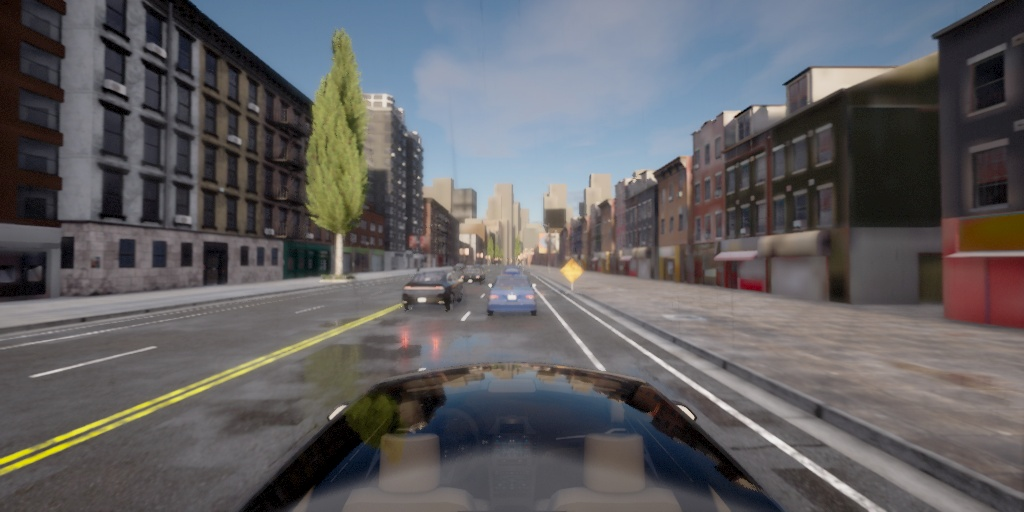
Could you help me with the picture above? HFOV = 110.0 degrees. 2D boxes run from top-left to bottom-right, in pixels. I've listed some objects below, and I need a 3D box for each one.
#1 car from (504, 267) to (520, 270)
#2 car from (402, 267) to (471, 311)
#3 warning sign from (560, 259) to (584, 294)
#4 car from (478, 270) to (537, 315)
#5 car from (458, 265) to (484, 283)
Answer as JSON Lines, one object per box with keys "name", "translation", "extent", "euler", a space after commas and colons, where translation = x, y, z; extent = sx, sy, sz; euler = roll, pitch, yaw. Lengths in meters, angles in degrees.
{"name": "car", "translation": [0.021, 1.632, 30.761], "extent": [1.812, 1.442, 4.674], "euler": [0, 0, 0]}
{"name": "car", "translation": [-3.233, 1.403, 15.365], "extent": [2.128, 1.511, 4.902], "euler": [0, -1, 0]}
{"name": "warning sign", "translation": [3.224, 1.075, 19.188], "extent": [1.300, 1.860, 1.060], "euler": [0, 0, 0]}
{"name": "car", "translation": [0.007, 1.446, 14.384], "extent": [2.033, 1.411, 5.357], "euler": [0, -1, 0]}
{"name": "car", "translation": [-3.237, 1.699, 30.112], "extent": [1.895, 1.301, 4.718], "euler": [0, -1, 0]}
